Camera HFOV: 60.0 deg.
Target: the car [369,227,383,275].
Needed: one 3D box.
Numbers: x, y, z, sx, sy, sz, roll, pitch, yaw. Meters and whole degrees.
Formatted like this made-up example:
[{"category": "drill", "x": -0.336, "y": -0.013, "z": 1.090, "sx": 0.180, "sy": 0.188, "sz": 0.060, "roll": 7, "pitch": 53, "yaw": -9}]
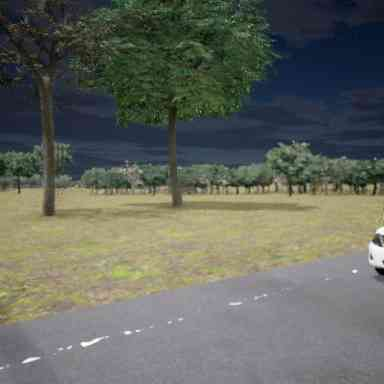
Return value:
[{"category": "car", "x": 7.095, "y": 1.171, "z": 9.049, "sx": 5.566, "sy": 2.045, "sz": 2.150, "roll": -1, "pitch": 0, "yaw": -35}]
